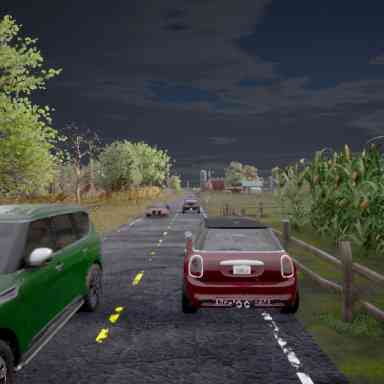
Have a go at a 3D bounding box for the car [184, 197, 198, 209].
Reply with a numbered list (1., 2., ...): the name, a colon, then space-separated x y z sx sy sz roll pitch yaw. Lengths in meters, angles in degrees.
1. car: -0.124 1.468 45.911 1.837 1.490 4.892 0 0 0

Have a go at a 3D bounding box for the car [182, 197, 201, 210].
1. car: -0.072 1.483 36.001 1.837 1.490 4.892 0 0 0

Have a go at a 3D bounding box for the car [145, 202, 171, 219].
1. car: -2.867 1.548 28.915 1.994 1.385 4.181 0 0 0

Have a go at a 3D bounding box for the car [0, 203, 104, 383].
1. car: -2.868 1.224 4.694 2.150 2.045 5.566 0 0 0

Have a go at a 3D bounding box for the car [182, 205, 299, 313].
1. car: 0.871 1.350 7.808 2.097 1.767 4.553 0 0 0
